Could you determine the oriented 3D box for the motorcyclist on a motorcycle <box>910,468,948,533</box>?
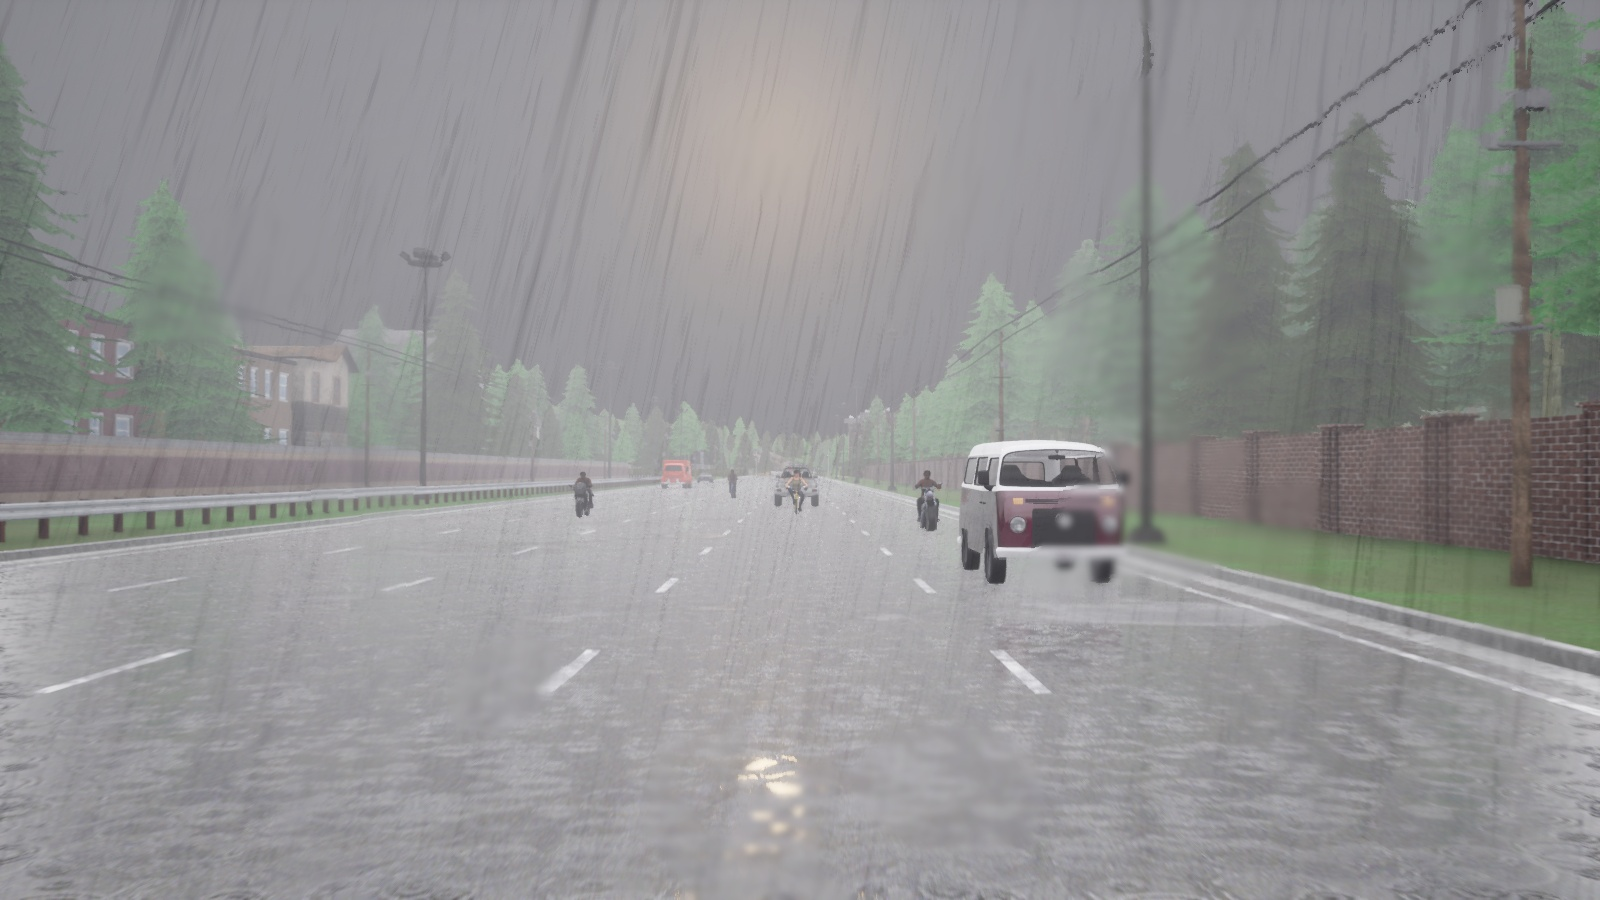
[{"bbox_3d":[3.420,1.311,33.433,0.766,1.649,2.350,0,-1,0],"label":"motorcyclist on a motorcycle"}]

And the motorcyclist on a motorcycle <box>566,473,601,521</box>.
[{"bbox_3d":[-7.099,1.515,41.224,0.797,1.523,2.044,0,-1,0],"label":"motorcyclist on a motorcycle"}]

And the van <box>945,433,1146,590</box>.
[{"bbox_3d":[3.454,0.835,18.589,2.069,2.038,4.480,0,-1,0],"label":"van"}]

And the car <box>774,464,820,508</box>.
[{"bbox_3d":[-0.137,1.568,55.934,1.932,1.855,4.605,0,-1,0],"label":"car"}]
